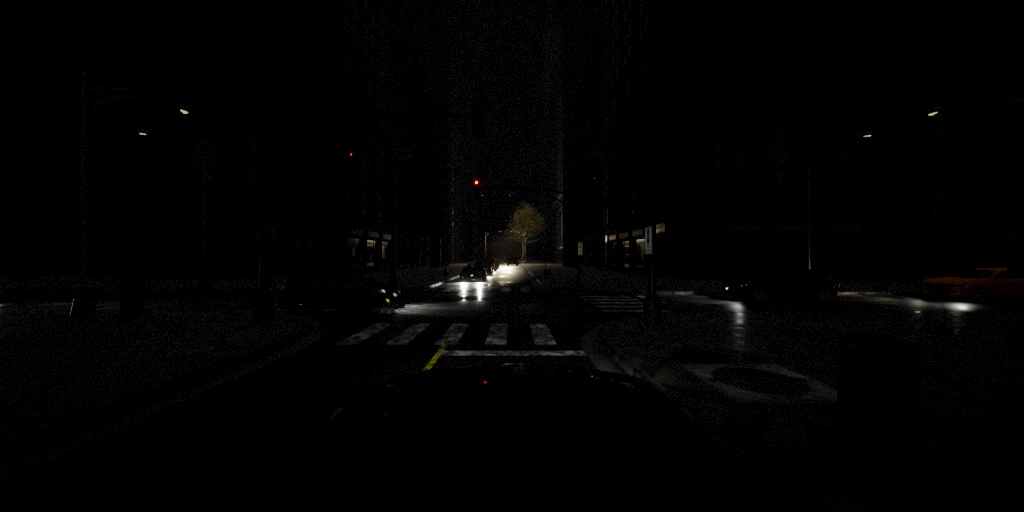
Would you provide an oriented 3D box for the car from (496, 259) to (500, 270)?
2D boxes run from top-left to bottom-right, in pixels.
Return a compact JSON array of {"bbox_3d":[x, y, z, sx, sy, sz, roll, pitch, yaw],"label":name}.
[{"bbox_3d":[-3.075,1.115,48.280,2.097,1.767,4.553,0,0,0],"label":"car"}]

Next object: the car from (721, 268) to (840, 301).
[{"bbox_3d":[12.590,1.297,16.969,4.892,1.490,1.837,0,0,0],"label":"car"}]

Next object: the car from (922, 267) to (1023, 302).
[{"bbox_3d":[22.545,1.299,16.960,5.008,1.535,1.882,0,0,0],"label":"car"}]

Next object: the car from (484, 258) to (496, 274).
[{"bbox_3d":[-3.089,1.231,38.634,1.882,1.535,5.008,0,0,0],"label":"car"}]

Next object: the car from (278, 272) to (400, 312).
[{"bbox_3d":[-6.503,1.298,13.785,4.181,1.385,1.994,0,0,0],"label":"car"}]

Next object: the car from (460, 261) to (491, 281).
[{"bbox_3d":[-3.092,1.314,29.564,1.994,1.385,4.181,0,0,0],"label":"car"}]
